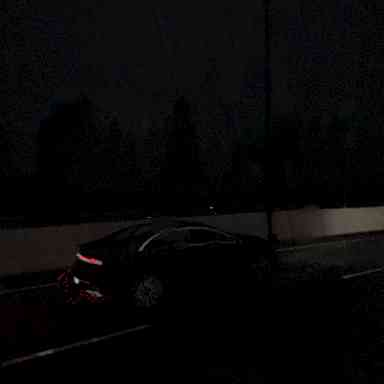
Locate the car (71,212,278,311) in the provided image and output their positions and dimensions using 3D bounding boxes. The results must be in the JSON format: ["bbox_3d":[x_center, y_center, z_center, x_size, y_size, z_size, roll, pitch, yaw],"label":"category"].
[{"bbox_3d":[-0.160,1.412,7.596,4.902,1.511,2.128,-1,1,-33],"label":"car"}]

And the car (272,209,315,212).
[{"bbox_3d":[4.549,1.288,18.531,5.357,1.411,2.033,-1,1,-26],"label":"car"}]

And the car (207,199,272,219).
[{"bbox_3d":[3.742,1.271,25.914,4.718,1.301,1.895,-1,1,-26],"label":"car"}]

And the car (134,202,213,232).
[{"bbox_3d":[-1.077,1.366,19.484,4.181,1.385,1.994,-1,1,-29],"label":"car"}]
